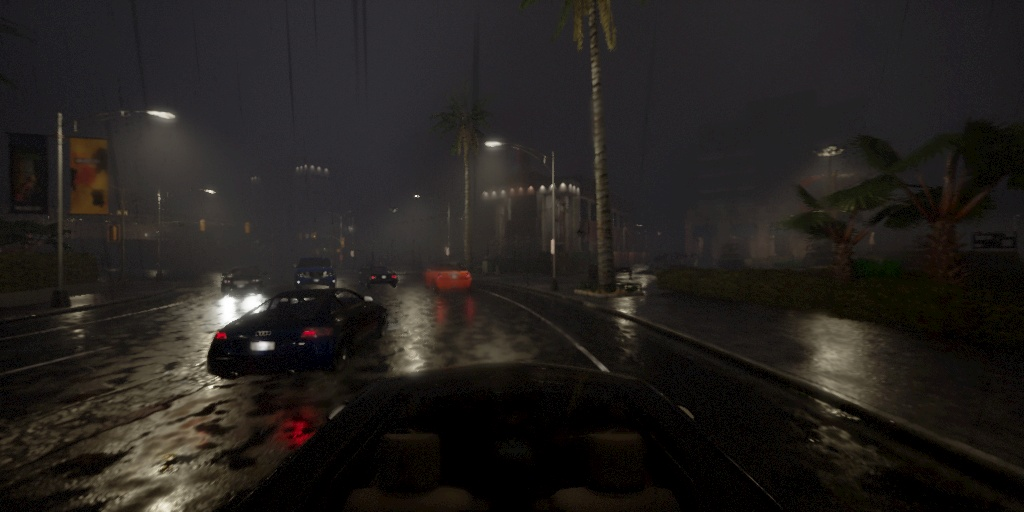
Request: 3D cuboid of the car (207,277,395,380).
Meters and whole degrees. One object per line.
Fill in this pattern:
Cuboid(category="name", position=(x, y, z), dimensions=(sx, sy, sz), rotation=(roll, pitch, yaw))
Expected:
Cuboid(category="car", position=(-3.993, 1.343, 7.463), dimensions=(1.994, 1.385, 4.181), rotation=(0, 0, -6))

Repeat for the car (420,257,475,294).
Cuboid(category="car", position=(-3.861, 1.130, 21.102), dimensions=(2.097, 1.767, 4.553), rotation=(0, 0, -22))

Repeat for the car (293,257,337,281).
Cuboid(category="car", position=(-12.747, 1.064, 23.174), dimensions=(2.150, 2.045, 5.566), rotation=(0, 0, -31))

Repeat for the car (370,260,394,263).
Cuboid(category="car", position=(-13.771, 1.414, 35.987), dimensions=(1.994, 1.385, 4.181), rotation=(0, 0, -44))

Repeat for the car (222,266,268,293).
Cuboid(category="car", position=(-15.765, 1.356, 21.306), dimensions=(2.128, 1.511, 4.902), rotation=(0, 0, -31))

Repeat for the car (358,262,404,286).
Cuboid(category="car", position=(-9.168, 1.364, 24.379), dimensions=(2.033, 1.411, 5.357), rotation=(0, 0, -30))
